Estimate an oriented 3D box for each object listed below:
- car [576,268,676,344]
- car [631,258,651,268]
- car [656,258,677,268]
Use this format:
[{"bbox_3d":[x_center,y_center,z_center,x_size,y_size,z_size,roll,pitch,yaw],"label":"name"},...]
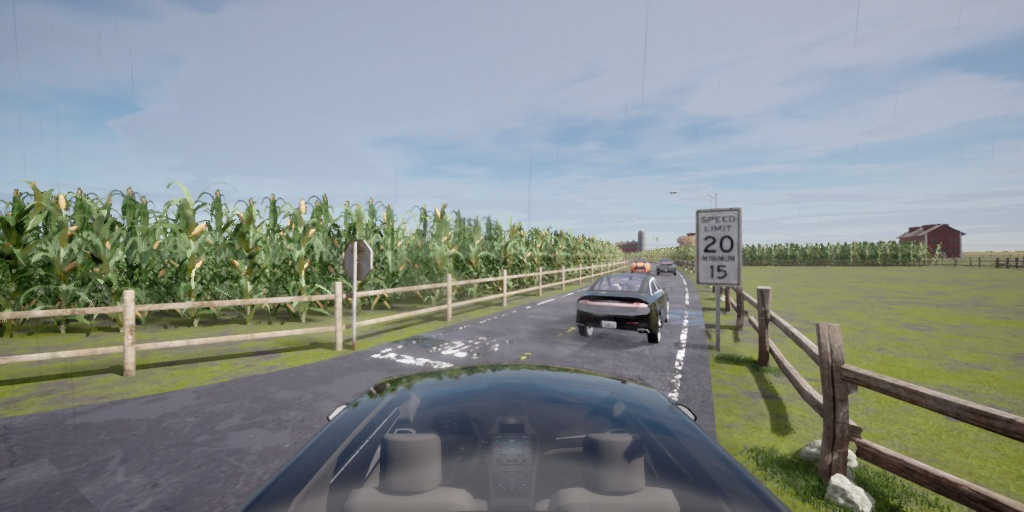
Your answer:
[{"bbox_3d":[3.170,1.242,9.776,2.128,1.511,4.902,0,0,27],"label":"car"},{"bbox_3d":[15.432,1.094,42.909,2.097,1.767,4.553,0,0,22],"label":"car"},{"bbox_3d":[16.256,1.239,37.710,2.128,1.511,4.902,0,0,24],"label":"car"}]
